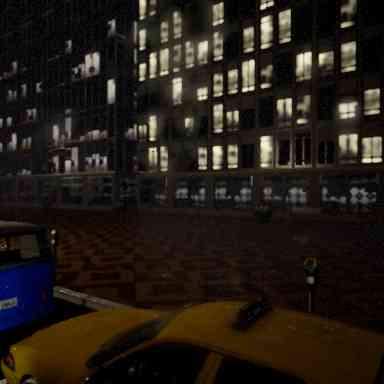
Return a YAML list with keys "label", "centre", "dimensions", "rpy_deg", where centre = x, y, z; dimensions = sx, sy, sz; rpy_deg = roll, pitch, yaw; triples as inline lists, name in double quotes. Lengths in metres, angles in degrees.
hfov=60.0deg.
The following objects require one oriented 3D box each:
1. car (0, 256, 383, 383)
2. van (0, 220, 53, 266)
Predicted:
- label: "car"
  centre: [0.250, 1.528, 2.690]
  dimensions: [4.829, 1.417, 1.752]
  rpy_deg: [0, 0, 36]
- label: "van"
  centre: [-4.111, 1.355, 5.799]
  dimensions: [3.998, 1.788, 1.690]
  rpy_deg: [0, 0, 36]
